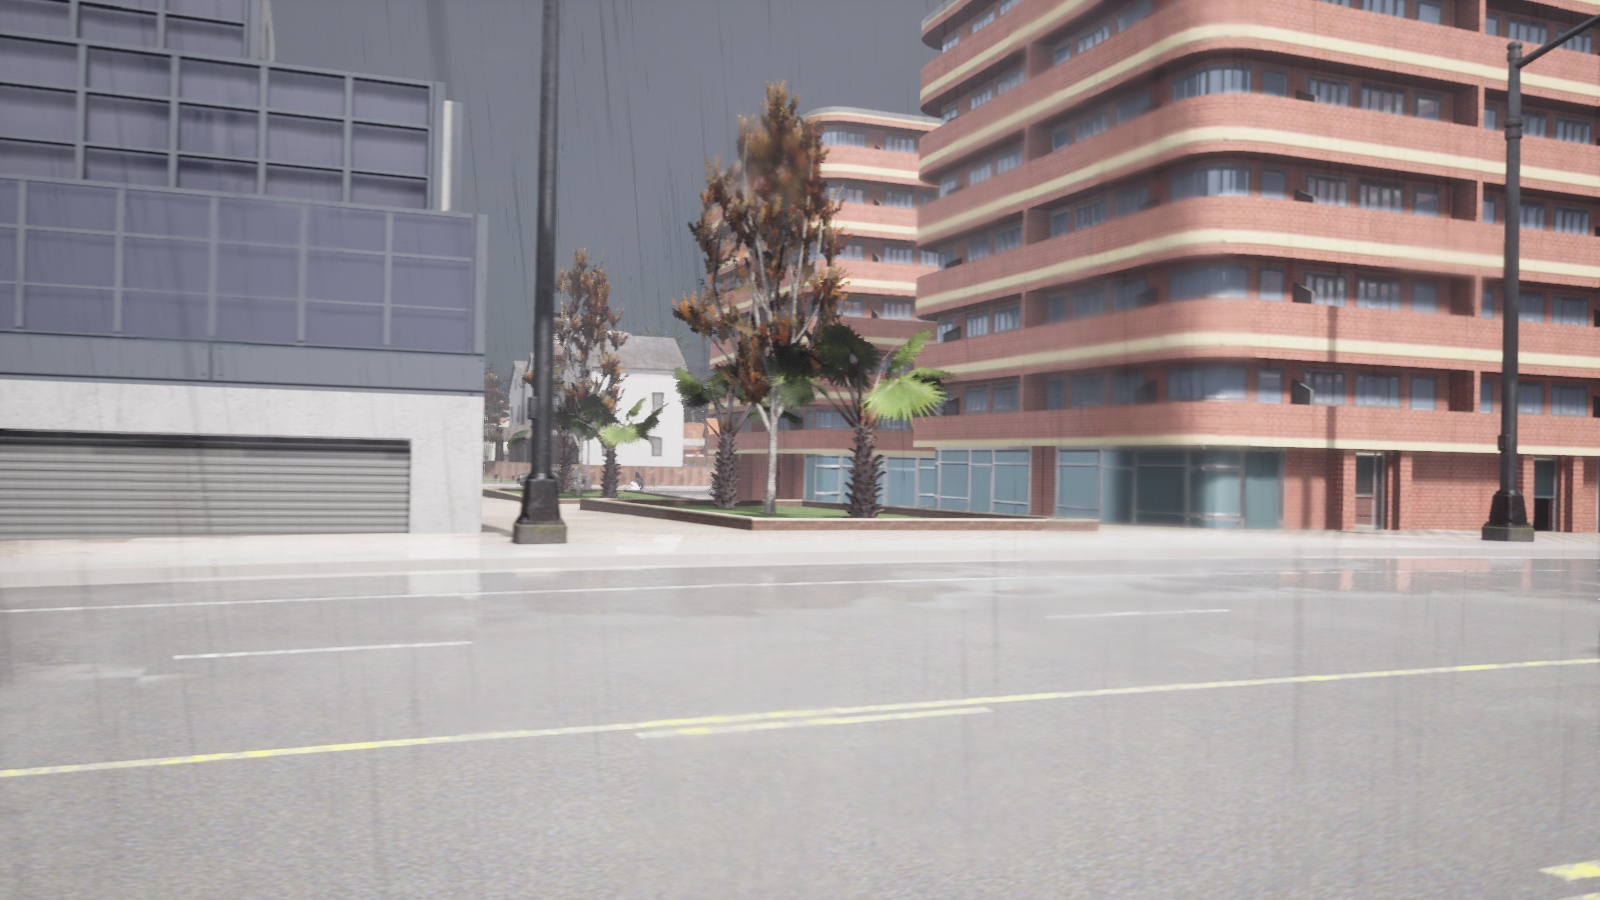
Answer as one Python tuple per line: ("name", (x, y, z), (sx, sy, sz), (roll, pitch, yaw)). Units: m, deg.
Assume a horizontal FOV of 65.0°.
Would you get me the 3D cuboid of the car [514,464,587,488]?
("car", (-18.013, 1.868, 90.582), (5.027, 1.651, 2.152), (1, -1, -16))
